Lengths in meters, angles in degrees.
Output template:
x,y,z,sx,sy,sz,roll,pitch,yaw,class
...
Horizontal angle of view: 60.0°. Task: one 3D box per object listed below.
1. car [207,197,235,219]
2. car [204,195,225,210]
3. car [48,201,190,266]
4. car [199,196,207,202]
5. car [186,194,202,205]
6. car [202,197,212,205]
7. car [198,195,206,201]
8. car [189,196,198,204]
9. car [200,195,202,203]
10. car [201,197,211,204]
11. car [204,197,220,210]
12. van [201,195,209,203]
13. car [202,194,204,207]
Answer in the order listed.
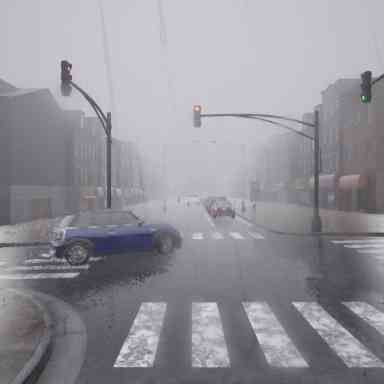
x,y,z,sx,sy,sz,roll,pitch,yaw,class
2.688,1.470,29.651,1.967,1.590,4.097,-1,0,0,car
2.698,1.356,35.053,2.192,1.841,5.009,-1,0,0,car
-2.664,1.386,11.962,4.553,1.767,2.097,-2,0,-31,car
2.797,1.792,83.673,1.802,1.307,4.206,-1,0,0,car
0.221,1.334,59.447,2.150,2.045,5.566,0,0,-1,car
2.754,1.647,62.234,1.752,1.417,4.829,-1,0,0,car
2.817,1.702,94.479,1.967,1.590,4.097,-1,0,0,car
0.239,1.654,69.618,1.837,1.490,4.892,0,0,0,car
2.731,1.525,51.260,1.967,1.590,4.097,-1,0,0,car
2.765,1.668,67.636,1.752,1.417,4.829,-1,0,0,car
2.721,1.509,45.857,1.967,1.590,4.097,-1,0,0,car
2.773,1.504,72.870,1.690,1.788,3.998,-1,0,0,van
2.709,1.369,40.456,2.192,1.841,5.009,-1,0,0,car
